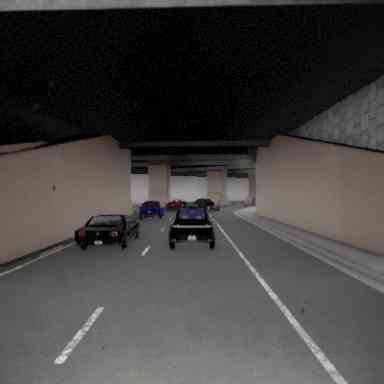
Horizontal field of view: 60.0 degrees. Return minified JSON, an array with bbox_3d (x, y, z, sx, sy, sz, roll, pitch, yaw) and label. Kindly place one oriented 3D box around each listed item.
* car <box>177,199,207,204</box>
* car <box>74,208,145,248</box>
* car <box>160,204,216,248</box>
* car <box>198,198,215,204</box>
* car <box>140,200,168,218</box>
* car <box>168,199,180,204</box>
[{"bbox_3d":[0.000,1.570,29.650,1.994,1.385,4.181,0,0,0],"label":"car"},{"bbox_3d":[-3.500,1.613,14.680,1.895,1.301,4.718,0,0,0],"label":"car"},{"bbox_3d":[0.000,1.492,14.650,2.128,1.511,4.902,0,0,0],"label":"car"},{"bbox_3d":[1.551,1.483,41.867,1.882,1.535,5.008,0,0,18],"label":"car"},{"bbox_3d":[-3.500,1.482,29.650,1.882,1.535,5.008,0,0,0],"label":"car"},{"bbox_3d":[-1.769,1.570,42.974,1.994,1.385,4.181,0,0,18],"label":"car"}]
